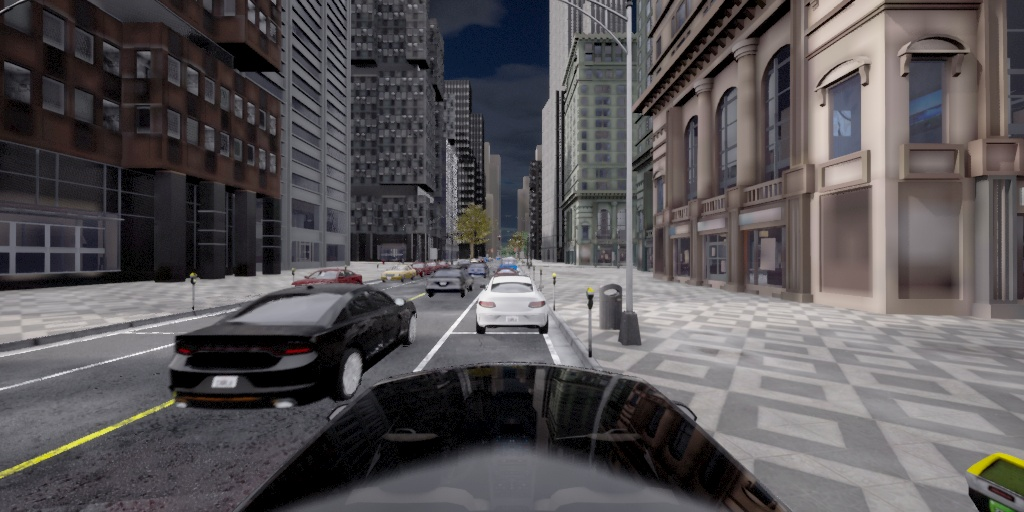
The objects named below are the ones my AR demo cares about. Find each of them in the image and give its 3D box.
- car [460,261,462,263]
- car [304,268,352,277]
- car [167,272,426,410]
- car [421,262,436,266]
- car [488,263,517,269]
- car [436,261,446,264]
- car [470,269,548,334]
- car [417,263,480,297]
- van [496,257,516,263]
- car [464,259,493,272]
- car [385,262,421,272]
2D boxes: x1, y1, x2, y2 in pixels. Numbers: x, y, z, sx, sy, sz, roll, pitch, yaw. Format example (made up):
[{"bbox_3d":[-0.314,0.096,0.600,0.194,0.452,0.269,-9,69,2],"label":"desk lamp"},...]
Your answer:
[{"bbox_3d":[-6.172,1.304,46.994,2.033,1.411,5.357,0,0,1],"label":"car"},{"bbox_3d":[-8.919,1.296,17.578,1.888,1.381,4.507,0,0,0],"label":"car"},{"bbox_3d":[-3.146,1.228,6.403,1.882,1.535,5.008,0,0,0],"label":"car"},{"bbox_3d":[-8.922,1.298,34.154,1.888,1.381,4.507,0,0,0],"label":"car"},{"bbox_3d":[-0.373,1.334,23.087,1.802,1.307,4.207,0,0,0],"label":"car"},{"bbox_3d":[-8.923,1.299,39.680,1.888,1.381,4.507,0,0,0],"label":"car"},{"bbox_3d":[0.003,1.276,10.500,1.812,1.442,4.674,0,0,0],"label":"car"},{"bbox_3d":[-3.123,1.299,18.845,2.033,1.411,5.357,0,0,0],"label":"car"},{"bbox_3d":[-0.371,1.094,34.137,1.690,1.789,3.998,0,0,0],"label":"van"},{"bbox_3d":[-3.123,1.301,33.861,2.033,1.411,5.357,0,0,0],"label":"car"},{"bbox_3d":[-8.921,1.278,28.459,1.751,1.417,4.829,0,0,0],"label":"car"}]
